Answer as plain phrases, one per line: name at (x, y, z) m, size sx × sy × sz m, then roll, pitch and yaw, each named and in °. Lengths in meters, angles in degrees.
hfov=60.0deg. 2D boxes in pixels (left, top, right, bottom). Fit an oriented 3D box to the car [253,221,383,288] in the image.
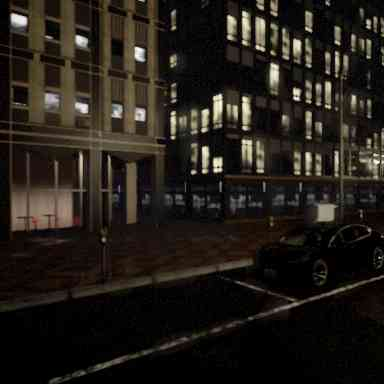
car at (3.616, 1.515, 9.135) m, size 4.313 × 1.339 × 1.947 m, roll 0°, pitch 0°, yaw -36°
